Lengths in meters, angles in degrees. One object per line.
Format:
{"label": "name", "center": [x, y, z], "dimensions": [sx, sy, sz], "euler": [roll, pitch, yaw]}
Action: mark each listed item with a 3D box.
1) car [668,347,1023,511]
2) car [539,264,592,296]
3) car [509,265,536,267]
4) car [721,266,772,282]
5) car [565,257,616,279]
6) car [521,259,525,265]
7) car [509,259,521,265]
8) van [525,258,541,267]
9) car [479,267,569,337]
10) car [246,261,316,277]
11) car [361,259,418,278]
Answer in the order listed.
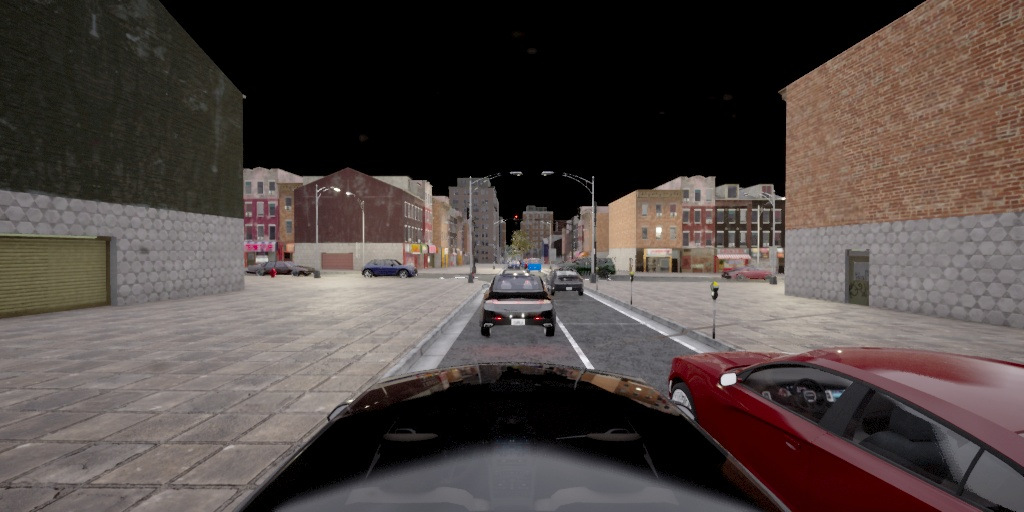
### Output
{"label": "car", "center": [2.637, 1.294, 2.364], "dimensions": [1.888, 1.381, 4.507], "euler": [0, 0, 0]}
{"label": "car", "center": [2.734, 1.318, 19.239], "dimensions": [2.007, 1.370, 4.403], "euler": [0, 0, 0]}
{"label": "car", "center": [0.230, 1.371, 20.374], "dimensions": [1.895, 1.301, 4.718], "euler": [0, 0, 1]}
{"label": "car", "center": [22.326, 1.649, 34.067], "dimensions": [4.181, 1.385, 1.994], "euler": [1, 1, 0]}
{"label": "car", "center": [7.025, 1.107, 34.177], "dimensions": [5.566, 2.045, 2.150], "euler": [1, 1, 0]}
{"label": "car", "center": [2.948, 1.255, 56.775], "dimensions": [2.192, 1.841, 5.009], "euler": [0, 0, 0]}
{"label": "car", "center": [0.407, 1.561, 59.448], "dimensions": [1.895, 1.301, 4.718], "euler": [0, 0, 1]}
{"label": "van", "center": [2.887, 1.215, 46.194], "dimensions": [1.690, 1.789, 3.998], "euler": [0, 0, 0]}
{"label": "car", "center": [0.147, 1.244, 10.331], "dimensions": [2.128, 1.511, 4.902], "euler": [0, 0, 0]}
{"label": "car", "center": [-20.145, 1.109, 31.429], "dimensions": [5.357, 1.411, 2.033], "euler": [1, 1, 0]}
{"label": "car", "center": [-10.593, 1.042, 31.366], "dimensions": [4.553, 1.767, 2.097], "euler": [1, 1, 0]}
